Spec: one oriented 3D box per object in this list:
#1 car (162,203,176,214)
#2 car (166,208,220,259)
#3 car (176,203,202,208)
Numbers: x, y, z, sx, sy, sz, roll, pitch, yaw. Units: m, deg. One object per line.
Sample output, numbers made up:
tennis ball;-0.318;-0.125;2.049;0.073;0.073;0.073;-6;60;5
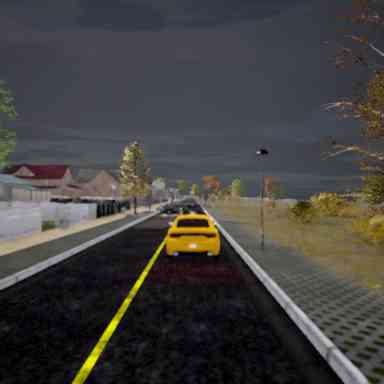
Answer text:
car;-2.774;2.110;43.319;2.033;1.411;5.357;0;-1;1
car;0.053;1.654;13.513;1.882;1.535;5.008;0;0;1
car;0.043;1.705;27.245;2.097;1.767;4.553;0;-1;1
